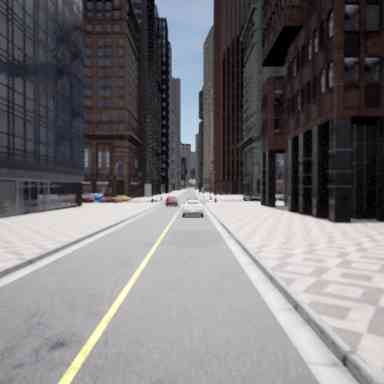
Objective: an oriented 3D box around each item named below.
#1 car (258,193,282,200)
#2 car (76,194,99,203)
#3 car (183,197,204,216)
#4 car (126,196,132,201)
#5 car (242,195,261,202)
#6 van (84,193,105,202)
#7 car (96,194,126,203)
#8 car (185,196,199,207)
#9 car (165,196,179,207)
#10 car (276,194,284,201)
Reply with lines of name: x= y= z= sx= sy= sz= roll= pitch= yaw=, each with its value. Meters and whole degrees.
car: x=16.747 y=0.998 z=71.420 sx=4.829 sy=1.417 sz=1.752 roll=-1 pitch=1 yaw=0
car: x=-20.956 y=1.316 z=62.973 sx=5.009 sy=1.841 sz=2.192 roll=-1 pitch=1 yaw=0
car: x=0.102 y=1.453 z=30.922 sx=1.812 sy=1.442 sz=4.674 roll=0 pitch=0 yaw=0
car: x=-15.434 y=1.349 z=71.491 sx=4.829 sy=1.417 sz=1.752 roll=-1 pitch=1 yaw=0
car: x=11.696 y=1.218 z=62.907 sx=4.313 sy=1.339 sz=1.947 roll=-1 pitch=1 yaw=0
van: x=-20.946 y=1.220 z=71.498 sx=3.998 sy=1.788 sz=1.690 roll=-1 pitch=1 yaw=0
car: x=-15.273 y=1.525 z=62.968 sx=4.206 sy=1.307 sz=1.802 roll=-1 pitch=1 yaw=0
car: x=0.014 y=1.394 z=48.194 sx=2.033 sy=1.411 sz=5.357 roll=0 pitch=0 yaw=0
car: x=-2.974 y=1.317 z=49.439 sx=1.882 sy=1.535 sz=5.008 roll=0 pitch=0 yaw=-2
car: x=17.074 y=1.141 z=62.895 sx=4.403 sy=1.369 sz=2.008 roll=-1 pitch=1 yaw=0
